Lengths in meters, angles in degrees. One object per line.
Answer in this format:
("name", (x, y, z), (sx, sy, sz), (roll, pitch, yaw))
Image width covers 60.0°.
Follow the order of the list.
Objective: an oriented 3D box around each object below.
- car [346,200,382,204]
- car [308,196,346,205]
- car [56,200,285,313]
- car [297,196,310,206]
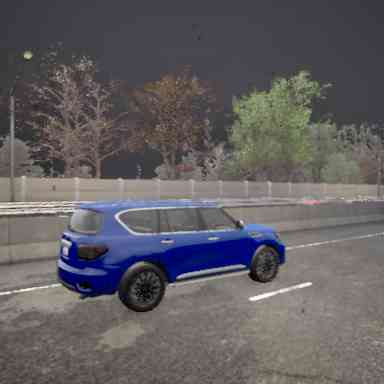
("car", (18.323, 1.486, 34.250), (4.718, 1.301, 1.895), (0, 0, -35))
("car", (15.503, 1.436, 36.540), (5.357, 1.411, 2.033), (0, 0, -35))
("car", (-0.229, 1.205, 7.887), (5.566, 2.045, 2.150), (0, 0, -35))
("car", (14.757, 1.237, 40.295), (4.553, 1.767, 2.097), (0, 0, -35))
